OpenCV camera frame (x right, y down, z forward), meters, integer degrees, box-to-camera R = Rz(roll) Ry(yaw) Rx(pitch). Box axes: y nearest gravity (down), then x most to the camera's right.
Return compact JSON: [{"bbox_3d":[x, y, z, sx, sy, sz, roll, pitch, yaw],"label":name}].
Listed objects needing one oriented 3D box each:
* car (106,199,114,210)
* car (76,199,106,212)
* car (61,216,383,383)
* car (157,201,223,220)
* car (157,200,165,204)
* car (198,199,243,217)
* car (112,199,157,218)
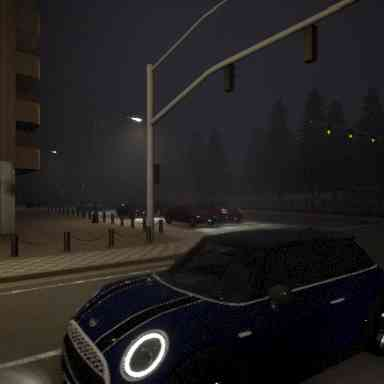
[{"bbox_3d":[-10.878,1.602,44.267,2.033,1.411,5.357,0,0,-36],"label":"car"},{"bbox_3d":[-12.620,1.656,40.692,1.895,1.301,4.718,0,0,-36],"label":"car"},{"bbox_3d":[0.722,1.352,4.469,4.553,1.767,2.097,0,0,-34],"label":"car"},{"bbox_3d":[-0.262,1.581,23.547,1.812,1.442,4.674,0,0,-37],"label":"car"},{"bbox_3d":[-3.316,1.547,33.749,2.128,1.511,4.902,0,0,-36],"label":"car"},{"bbox_3d":[1.919,1.407,26.478,2.097,1.767,4.553,0,0,-36],"label":"car"},{"bbox_3d":[-5.378,1.619,30.617,1.994,1.385,4.181,0,0,-36],"label":"car"}]
